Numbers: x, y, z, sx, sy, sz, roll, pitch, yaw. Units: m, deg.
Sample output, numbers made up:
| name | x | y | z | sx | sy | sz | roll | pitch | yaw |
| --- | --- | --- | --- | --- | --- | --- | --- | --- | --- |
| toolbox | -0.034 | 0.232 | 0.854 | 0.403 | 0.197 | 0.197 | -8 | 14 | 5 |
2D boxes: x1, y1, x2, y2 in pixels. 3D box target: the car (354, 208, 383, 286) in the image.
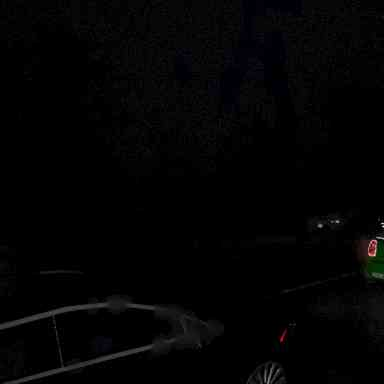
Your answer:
| name | x | y | z | sx | sy | sz | roll | pitch | yaw |
| --- | --- | --- | --- | --- | --- | --- | --- | --- | --- |
| car | 6.279 | 1.352 | 8.178 | 4.553 | 1.767 | 2.097 | 0 | 0 | -35 |

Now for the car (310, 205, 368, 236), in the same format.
| name | x | y | z | sx | sy | sz | roll | pitch | yaw |
| --- | --- | --- | --- | --- | --- | --- | --- | --- | --- |
| car | 8.655 | 1.491 | 18.665 | 4.902 | 1.511 | 2.128 | 0 | 0 | -35 |

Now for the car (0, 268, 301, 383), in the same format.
| name | x | y | z | sx | sy | sz | roll | pitch | yaw |
| --- | --- | --- | --- | --- | --- | --- | --- | --- | --- |
| car | -1.037 | 1.492 | 2.986 | 4.902 | 1.511 | 2.128 | 0 | 0 | -36 |
